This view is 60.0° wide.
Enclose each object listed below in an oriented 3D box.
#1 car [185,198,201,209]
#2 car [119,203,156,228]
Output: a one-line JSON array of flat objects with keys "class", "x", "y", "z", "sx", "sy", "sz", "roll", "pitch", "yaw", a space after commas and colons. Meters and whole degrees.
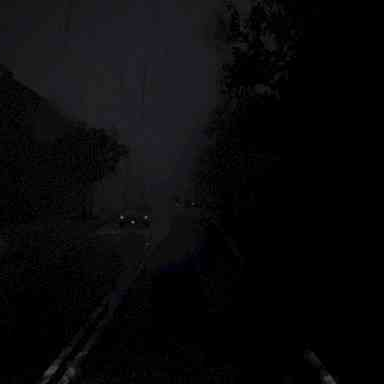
[{"class": "car", "x": 0.097, "y": 1.407, "z": 41.944, "sx": 1.994, "sy": 1.385, "sz": 4.181, "roll": 0, "pitch": 0, "yaw": 0}, {"class": "car", "x": -3.354, "y": 1.427, "z": 21.221, "sx": 1.812, "sy": 1.442, "sz": 4.674, "roll": 0, "pitch": 0, "yaw": 0}]
